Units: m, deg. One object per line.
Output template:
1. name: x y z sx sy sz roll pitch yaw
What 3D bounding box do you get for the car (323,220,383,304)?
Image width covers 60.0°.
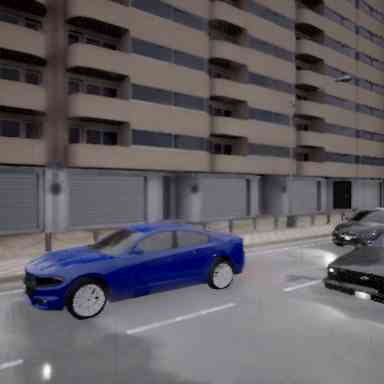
1. car: 5.322 1.510 7.671 5.357 1.411 2.033 0 0 -35

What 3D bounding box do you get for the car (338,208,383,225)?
1. car: 7.702 1.444 13.651 4.892 1.490 1.837 0 0 -35

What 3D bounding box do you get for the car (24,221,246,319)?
1. car: -1.011 1.462 7.508 5.008 1.535 1.882 0 0 -35
